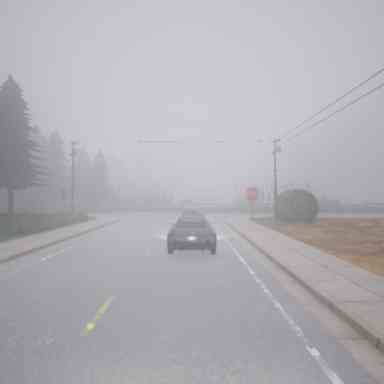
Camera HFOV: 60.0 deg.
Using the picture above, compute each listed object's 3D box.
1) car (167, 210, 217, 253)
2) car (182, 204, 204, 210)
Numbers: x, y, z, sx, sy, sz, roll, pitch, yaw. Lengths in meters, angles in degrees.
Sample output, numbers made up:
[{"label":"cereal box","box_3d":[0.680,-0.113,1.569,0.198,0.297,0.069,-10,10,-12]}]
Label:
[{"label":"car","box_3d":[-0.001,1.704,14.295,1.994,1.385,4.181,0,-1,0]},{"label":"car","box_3d":[0.078,1.811,29.356,1.812,1.442,4.674,0,0,3]}]
